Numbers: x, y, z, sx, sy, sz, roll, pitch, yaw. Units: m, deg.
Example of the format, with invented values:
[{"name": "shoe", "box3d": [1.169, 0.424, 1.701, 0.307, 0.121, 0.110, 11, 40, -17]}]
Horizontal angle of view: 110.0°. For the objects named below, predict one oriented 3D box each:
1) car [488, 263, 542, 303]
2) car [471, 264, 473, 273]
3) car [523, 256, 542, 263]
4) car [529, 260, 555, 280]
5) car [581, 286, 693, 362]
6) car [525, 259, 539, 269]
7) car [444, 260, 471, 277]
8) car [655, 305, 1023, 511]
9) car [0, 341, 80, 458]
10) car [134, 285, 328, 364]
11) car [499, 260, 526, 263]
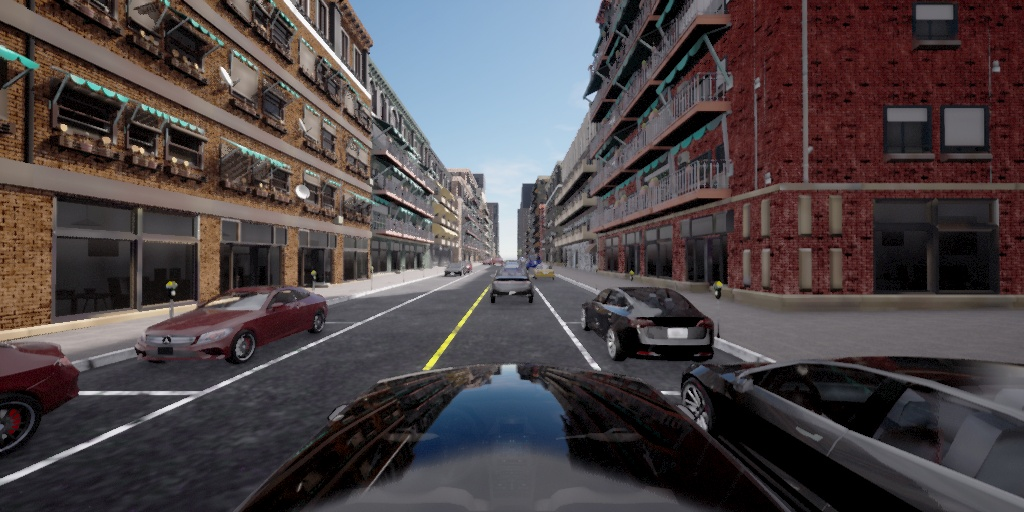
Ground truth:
[{"name": "car", "box3d": [0.000, 1.250, 16.501, 2.128, 1.511, 4.902, 0, 0, 0]}, {"name": "car", "box3d": [-5.690, 1.215, 42.002, 1.967, 1.591, 4.097, 0, 0, 0]}, {"name": "car", "box3d": [3.106, 1.017, 50.410, 2.150, 2.045, 5.566, 0, 0, 0]}, {"name": "car", "box3d": [2.691, 1.289, 30.845, 1.751, 1.417, 4.829, 0, 0, 0]}, {"name": "car", "box3d": [2.737, 1.316, 8.019, 1.948, 1.339, 4.313, 0, 0, 0]}, {"name": "car", "box3d": [3.146, 1.305, 57.380, 1.837, 1.490, 4.892, 0, 0, 0]}, {"name": "car", "box3d": [-5.690, 1.335, 36.341, 1.948, 1.339, 4.313, 0, 0, 0]}, {"name": "car", "box3d": [2.799, 1.314, 2.356, 1.948, 1.339, 4.313, 0, 0, 0]}, {"name": "car", "box3d": [-5.798, 1.330, 2.357, 1.802, 1.307, 4.207, 0, 0, 0]}, {"name": "car", "box3d": [-5.737, 1.332, 8.021, 1.802, 1.307, 4.207, 0, 0, 0]}, {"name": "car", "box3d": [0.000, 1.298, 31.501, 1.812, 1.442, 4.674, 0, 0, 0]}]
